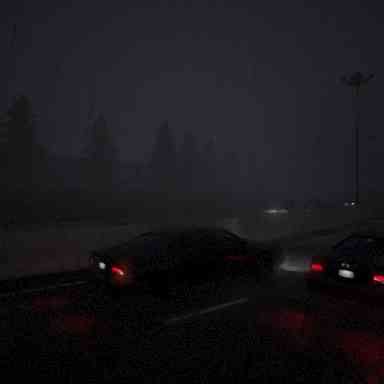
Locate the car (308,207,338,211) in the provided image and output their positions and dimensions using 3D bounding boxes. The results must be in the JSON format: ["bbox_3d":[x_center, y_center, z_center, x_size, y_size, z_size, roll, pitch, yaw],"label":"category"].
[{"bbox_3d":[12.853,1.580,32.172,2.033,1.411,5.357,0,0,36],"label":"car"}]

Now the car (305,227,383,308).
[{"bbox_3d":[4.746,1.552,7.738,5.357,1.411,2.033,0,0,-40],"label":"car"}]

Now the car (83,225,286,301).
[{"bbox_3d":[0.097,1.565,8.428,5.357,1.411,2.033,0,0,-39],"label":"car"}]
